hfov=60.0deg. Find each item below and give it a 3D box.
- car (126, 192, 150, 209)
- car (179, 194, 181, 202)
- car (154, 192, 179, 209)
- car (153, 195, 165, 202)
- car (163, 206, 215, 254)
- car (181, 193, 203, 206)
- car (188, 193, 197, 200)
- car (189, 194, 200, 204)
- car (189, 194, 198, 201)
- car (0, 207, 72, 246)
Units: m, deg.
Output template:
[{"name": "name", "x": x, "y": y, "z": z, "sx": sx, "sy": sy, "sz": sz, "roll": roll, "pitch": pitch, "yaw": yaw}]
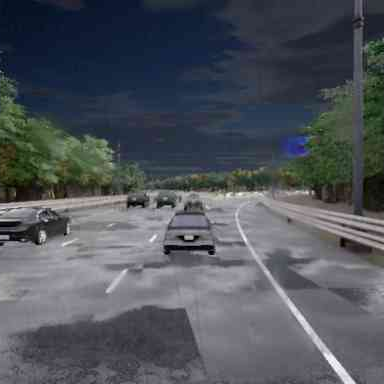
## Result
[{"name": "car", "x": -6.668, "y": 1.000, "z": 41.428, "sx": 2.150, "sy": 2.045, "sz": 5.566, "roll": 0, "pitch": 0, "yaw": 1}, {"name": "car", "x": -3.018, "y": 1.160, "z": 67.573, "sx": 2.128, "sy": 1.511, "sz": 4.902, "roll": 0, "pitch": 0, "yaw": -1}, {"name": "car", "x": -3.156, "y": 0.993, "z": 42.118, "sx": 2.150, "sy": 2.045, "sz": 5.566, "roll": 0, "pitch": 0, "yaw": 1}, {"name": "car", "x": -6.513, "y": 1.240, "z": 66.141, "sx": 1.994, "sy": 1.385, "sz": 4.181, "roll": 0, "pitch": 0, "yaw": 0}, {"name": "car", "x": -0.081, "y": 1.487, "z": 13.128, "sx": 2.033, "sy": 1.411, "sz": 5.357, "roll": 0, "pitch": 0, "yaw": 0}, {"name": "car", "x": 0.196, "y": 1.139, "z": 38.849, "sx": 2.097, "sy": 1.767, "sz": 4.553, "roll": 0, "pitch": 0, "yaw": 1}, {"name": "car", "x": 0.102, "y": 1.117, "z": 82.596, "sx": 1.882, "sy": 1.535, "sz": 5.008, "roll": 0, "pitch": 0, "yaw": -2}, {"name": "car", "x": 0.382, "y": 1.201, "z": 58.726, "sx": 1.837, "sy": 1.490, "sz": 4.892, "roll": 0, "pitch": 0, "yaw": 0}, {"name": "car", "x": 0.345, "y": 1.184, "z": 69.711, "sx": 1.812, "sy": 1.442, "sz": 4.674, "roll": 0, "pitch": 0, "yaw": -1}, {"name": "car", "x": -6.990, "y": 1.443, "z": 14.896, "sx": 1.837, "sy": 1.490, "sz": 4.892, "roll": 0, "pitch": 0, "yaw": 1}]
